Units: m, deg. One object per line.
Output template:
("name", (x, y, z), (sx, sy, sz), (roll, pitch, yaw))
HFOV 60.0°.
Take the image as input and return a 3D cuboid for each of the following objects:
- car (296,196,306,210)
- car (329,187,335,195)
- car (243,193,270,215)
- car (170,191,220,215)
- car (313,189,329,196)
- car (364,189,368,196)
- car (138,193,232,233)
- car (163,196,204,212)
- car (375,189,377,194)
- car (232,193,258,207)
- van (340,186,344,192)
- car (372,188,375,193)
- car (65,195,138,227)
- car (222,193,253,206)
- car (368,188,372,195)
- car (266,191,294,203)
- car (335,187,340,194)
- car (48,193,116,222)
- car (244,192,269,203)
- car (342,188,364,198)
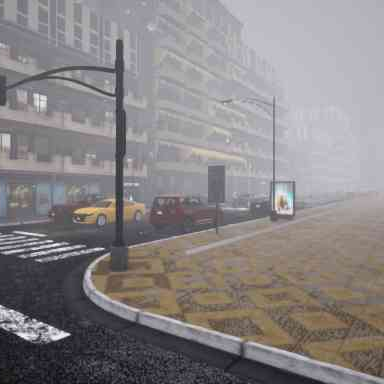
("car", (9.353, 0.965, 31.376), (1.947, 1.339, 4.313), (1, 2, 35))
("car", (31.012, -0.027, 77.048), (1.887, 1.381, 4.507), (2, 2, 35))
("car", (6.178, 1.069, 26.827), (1.947, 1.339, 4.313), (1, 2, 35))
("car", (0.339, 0.878, 28.601), (2.097, 1.767, 4.553), (0, 1, 35))
("car", (27.838, -0.025, 72.497), (1.967, 1.590, 4.097), (2, 2, 35))
("car", (31.578, 0.098, 63.213), (1.967, 1.590, 4.097), (1, 2, 35))
("car", (-0.170, 1.026, 17.724), (2.192, 1.841, 5.009), (1, 2, 35))
("car", (-0.730, 1.069, 31.572), (1.802, 1.307, 4.206), (2, 2, 35))
("car", (44.277, -0.221, 81.411), (2.008, 1.369, 4.403), (1, 2, 35))
("car", (6.080, 0.842, 36.812), (1.837, 1.490, 4.892), (0, 1, 35))
("van", (37.362, -0.446, 86.137), (1.690, 1.788, 3.998), (2, 2, 35))
("car", (37.928, -0.012, 72.314), (1.887, 1.381, 4.507), (1, 2, 35))
("car", (-5.045, 1.180, 20.880), (1.882, 1.535, 5.008), (0, 1, 34))
("car", (5.619, 0.828, 40.667), (2.008, 1.369, 4.403), (2, 2, 35))
("car", (34.753, 0.095, 67.765), (1.887, 1.381, 4.507), (1, 2, 35))
("car", (12.084, 0.631, 45.338), (2.128, 1.511, 4.902), (0, 1, 35))
("car", (34.187, -0.240, 81.593), (1.967, 1.590, 4.097), (2, 2, 35))
("car", (-7.076, 1.010, 22.469), (2.192, 1.841, 5.009), (1, 2, 35))
("car", (8.792, 0.754, 45.214), (1.802, 1.307, 4.206), (2, 2, 35))
("car", (28.403, 0.308, 58.668), (1.887, 1.381, 4.507), (1, 2, 35))
